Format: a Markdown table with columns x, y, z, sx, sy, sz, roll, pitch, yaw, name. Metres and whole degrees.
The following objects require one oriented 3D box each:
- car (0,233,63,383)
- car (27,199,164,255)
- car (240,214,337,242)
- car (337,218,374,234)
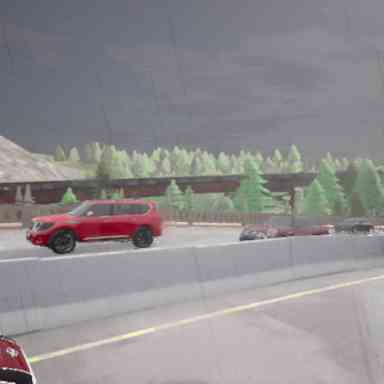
| x | y | z | sx | sy | sz | roll | pitch | yaw | name |
| --- | --- | --- | --- | --- | --- | --- | --- | --- | --- |
| -3.124 | 1.343 | 1.518 | 4.553 | 1.767 | 2.097 | 0 | 0 | -35 | car |
| -3.874 | 1.331 | 14.107 | 5.566 | 2.045 | 2.150 | 2 | -1 | -35 | car |
| 4.427 | 1.825 | 15.707 | 4.553 | 1.767 | 2.097 | 4 | -2 | -35 | car |
| 15.849 | 3.290 | 32.378 | 4.892 | 1.490 | 1.837 | 6 | -3 | -35 | car |
